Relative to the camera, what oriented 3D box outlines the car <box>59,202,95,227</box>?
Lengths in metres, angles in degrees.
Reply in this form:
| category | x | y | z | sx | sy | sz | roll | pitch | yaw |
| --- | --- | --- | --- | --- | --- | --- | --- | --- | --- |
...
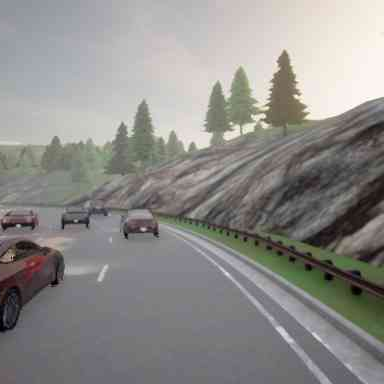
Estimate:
| category | x | y | z | sx | sy | sz | roll | pitch | yaw |
| --- | --- | --- | --- | --- | --- | --- | --- | --- | --- |
| car | -8.589 | 1.751 | 24.371 | 2.128 | 1.511 | 4.902 | 0 | -1 | -21 |

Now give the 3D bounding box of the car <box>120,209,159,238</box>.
| category | x | y | z | sx | sy | sz | roll | pitch | yaw |
| --- | --- | --- | --- | --- | --- | --- | --- | --- | --- |
| car | -3.075 | 1.714 | 19.042 | 1.812 | 1.442 | 4.674 | 0 | 0 | -16 |

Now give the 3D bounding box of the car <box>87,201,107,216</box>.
| category | x | y | z | sx | sy | sz | roll | pitch | yaw |
| --- | --- | --- | --- | --- | --- | --- | --- | --- | --- |
| car | -10.848 | 1.730 | 36.383 | 2.097 | 1.767 | 4.553 | 0 | -1 | -31 |

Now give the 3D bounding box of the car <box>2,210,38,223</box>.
| category | x | y | z | sx | sy | sz | roll | pitch | yaw |
| --- | --- | --- | --- | --- | --- | --- | --- | --- | --- |
| car | -11.742 | 1.860 | 23.016 | 1.895 | 1.301 | 4.718 | 0 | -1 | -21 |

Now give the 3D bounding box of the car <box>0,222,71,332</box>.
| category | x | y | z | sx | sy | sz | roll | pitch | yaw |
| --- | --- | --- | --- | --- | --- | --- | --- | --- | --- |
| car | -4.043 | 1.605 | 6.742 | 1.812 | 1.442 | 4.674 | 0 | -1 | -6 |
